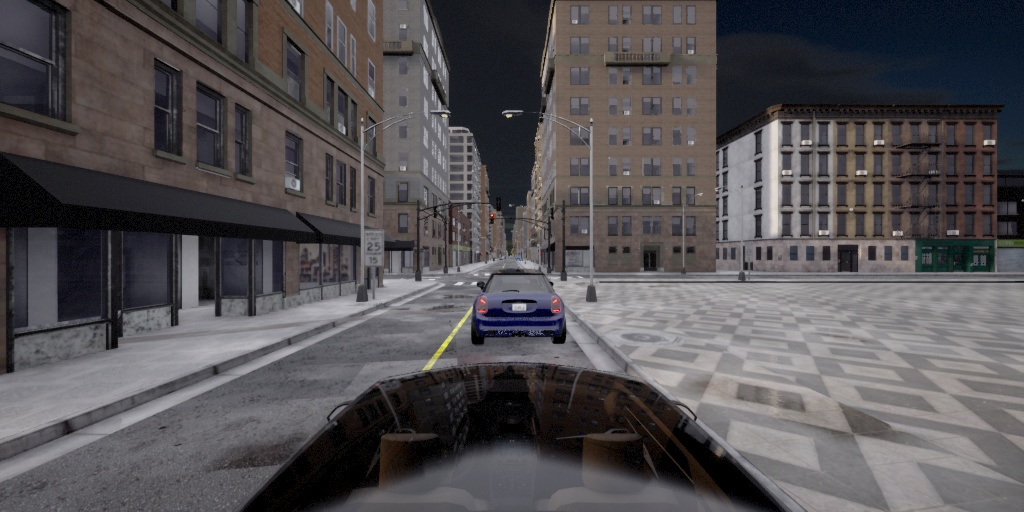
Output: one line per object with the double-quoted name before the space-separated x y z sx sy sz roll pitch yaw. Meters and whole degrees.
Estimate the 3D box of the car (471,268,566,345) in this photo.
"car" 0.100 1.102 9.706 2.097 1.767 4.553 0 0 -1
